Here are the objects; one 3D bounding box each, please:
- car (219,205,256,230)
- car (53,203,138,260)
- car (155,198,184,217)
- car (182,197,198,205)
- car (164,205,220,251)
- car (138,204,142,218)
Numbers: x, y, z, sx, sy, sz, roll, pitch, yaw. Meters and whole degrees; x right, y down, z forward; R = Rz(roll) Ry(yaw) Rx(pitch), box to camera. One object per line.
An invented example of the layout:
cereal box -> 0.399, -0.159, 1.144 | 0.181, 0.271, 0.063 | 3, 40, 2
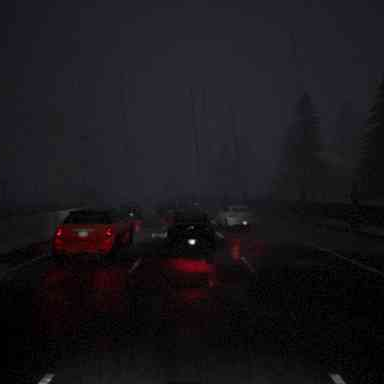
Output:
car -> 2.815, 1.559, 21.469 | 1.812, 1.442, 4.674 | 0, 0, -6
car -> -3.544, 1.372, 12.751 | 2.097, 1.767, 4.553 | 0, 0, -2
car -> -2.469, 1.541, 32.254 | 2.128, 1.511, 4.902 | 0, 0, -12
car -> -0.780, 1.414, 39.843 | 2.097, 1.767, 4.553 | 0, 0, -15
car -> -0.115, 1.527, 14.311 | 1.837, 1.490, 4.892 | 0, 0, -3
car -> -5.635, 1.648, 30.538 | 1.895, 1.301, 4.718 | 0, 0, -12
